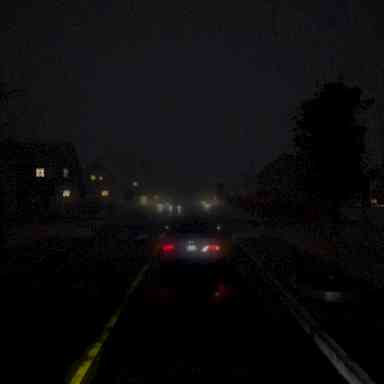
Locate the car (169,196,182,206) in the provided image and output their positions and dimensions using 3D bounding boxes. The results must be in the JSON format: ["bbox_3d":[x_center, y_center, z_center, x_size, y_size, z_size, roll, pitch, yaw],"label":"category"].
[{"bbox_3d":[-2.839,1.557,57.204,1.837,1.490,4.892,0,0,0],"label":"car"}]

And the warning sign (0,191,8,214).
[{"bbox_3d":[-15.803,0.846,26.973,1.060,1.860,1.300,0,0,0],"label":"warning sign"}]

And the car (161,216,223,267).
[{"bbox_3d":[0.029,1.543,11.356,2.033,1.411,5.357,0,0,1],"label":"car"}]
